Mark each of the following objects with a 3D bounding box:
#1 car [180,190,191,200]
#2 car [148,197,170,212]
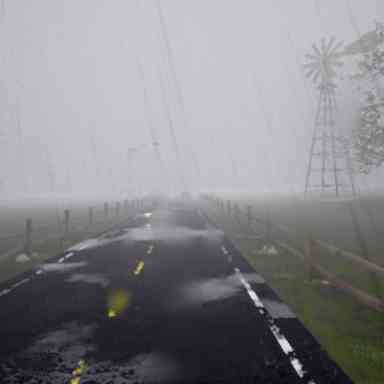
[{"bbox_3d":[-1.494,0.668,74.780,2.150,2.045,5.566,-1,0,-1],"label":"car"},{"bbox_3d":[-3.431,1.286,35.104,1.837,1.490,4.892,-1,0,-1],"label":"car"}]
